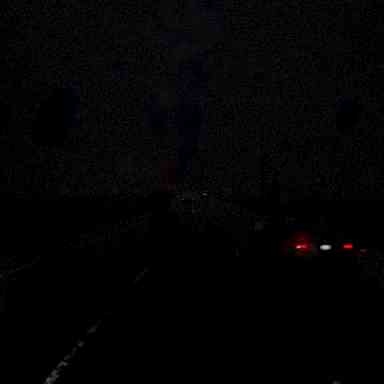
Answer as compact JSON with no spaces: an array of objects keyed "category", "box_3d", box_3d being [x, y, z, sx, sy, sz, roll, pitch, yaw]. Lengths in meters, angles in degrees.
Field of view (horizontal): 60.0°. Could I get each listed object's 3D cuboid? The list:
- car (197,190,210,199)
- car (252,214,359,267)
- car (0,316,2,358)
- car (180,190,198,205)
[{"category":"car","box_3d":[2.672,0.710,70.014,2.128,1.511,4.902,0,1,-1]},{"category":"car","box_3d":[3.350,1.425,10.928,2.033,1.411,5.357,0,1,-1]},{"category":"car","box_3d":[-3.337,1.319,1.997,2.097,1.767,4.553,0,1,2]},{"category":"car","box_3d":[-0.565,0.928,46.819,1.882,1.535,5.008,0,1,-1]}]
